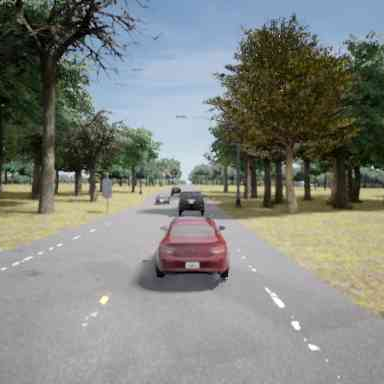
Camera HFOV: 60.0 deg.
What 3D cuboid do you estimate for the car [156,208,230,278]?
[{"bbox_3d":[0.017,1.439,9.700,1.812,1.442,4.674,0,1,0],"label":"car"}]

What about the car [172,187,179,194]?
[{"bbox_3d":[-3.718,-0.224,76.708,2.150,2.045,5.566,0,1,-2],"label":"car"}]

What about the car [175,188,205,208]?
[{"bbox_3d":[-0.051,0.904,29.389,2.150,2.045,5.566,0,1,0],"label":"car"}]

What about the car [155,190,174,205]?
[{"bbox_3d":[-3.952,0.908,45.288,2.128,1.511,4.902,0,1,-2],"label":"car"}]

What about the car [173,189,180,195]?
[{"bbox_3d":[-3.892,-0.086,84.182,1.812,1.442,4.674,0,2,0],"label":"car"}]
